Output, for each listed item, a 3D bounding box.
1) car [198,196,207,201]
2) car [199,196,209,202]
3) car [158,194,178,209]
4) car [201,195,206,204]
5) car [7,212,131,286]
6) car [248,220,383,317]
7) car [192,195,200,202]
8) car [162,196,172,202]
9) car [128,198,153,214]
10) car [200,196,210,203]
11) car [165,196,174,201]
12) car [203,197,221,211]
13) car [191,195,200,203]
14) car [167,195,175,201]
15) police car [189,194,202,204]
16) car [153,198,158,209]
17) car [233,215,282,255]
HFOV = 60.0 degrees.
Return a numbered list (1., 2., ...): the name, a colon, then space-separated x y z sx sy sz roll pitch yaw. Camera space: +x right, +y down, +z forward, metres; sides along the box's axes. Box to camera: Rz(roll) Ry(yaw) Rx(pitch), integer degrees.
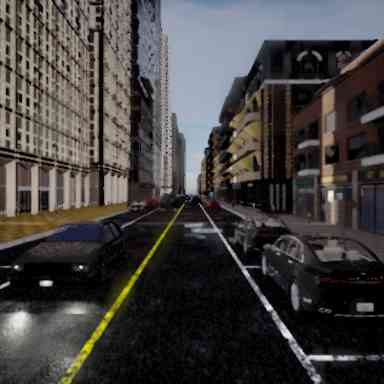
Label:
1. car: 2.671 1.633 86.427 2.008 1.369 4.403 0 0 0
2. car: 2.674 1.632 75.130 1.947 1.339 4.313 0 0 0
3. car: -3.094 1.254 46.459 2.150 2.045 5.566 0 0 0
4. car: 2.680 1.473 46.887 1.967 1.590 4.097 0 0 0
5. car: -3.084 1.552 9.706 2.033 1.411 5.357 0 0 0
6. car: 2.690 1.555 7.347 2.008 1.369 4.403 0 0 0
7. car: 0.881 1.579 80.544 1.837 1.490 4.892 0 0 0
8. car: -5.707 1.632 75.127 1.947 1.339 4.313 0 0 0
9. car: -5.697 1.573 35.588 2.008 1.369 4.403 0 0 0
10. car: 2.675 1.584 69.651 1.752 1.417 4.829 0 0 0
11. car: -5.709 1.633 86.424 2.008 1.369 4.403 0 0 0
12. car: 2.682 1.609 41.239 1.802 1.307 4.206 0 0 0
13. car: 0.771 1.543 74.545 1.882 1.535 5.008 0 0 0
14. car: -5.711 1.532 92.074 1.967 1.590 4.097 0 0 0
15. police car: 0.885 1.478 64.653 1.930 1.638 5.238 0 0 0
16. car: -5.700 1.578 46.885 1.887 1.381 4.507 0 0 0
17. car: 2.689 1.557 12.995 2.008 1.369 4.403 0 0 0
